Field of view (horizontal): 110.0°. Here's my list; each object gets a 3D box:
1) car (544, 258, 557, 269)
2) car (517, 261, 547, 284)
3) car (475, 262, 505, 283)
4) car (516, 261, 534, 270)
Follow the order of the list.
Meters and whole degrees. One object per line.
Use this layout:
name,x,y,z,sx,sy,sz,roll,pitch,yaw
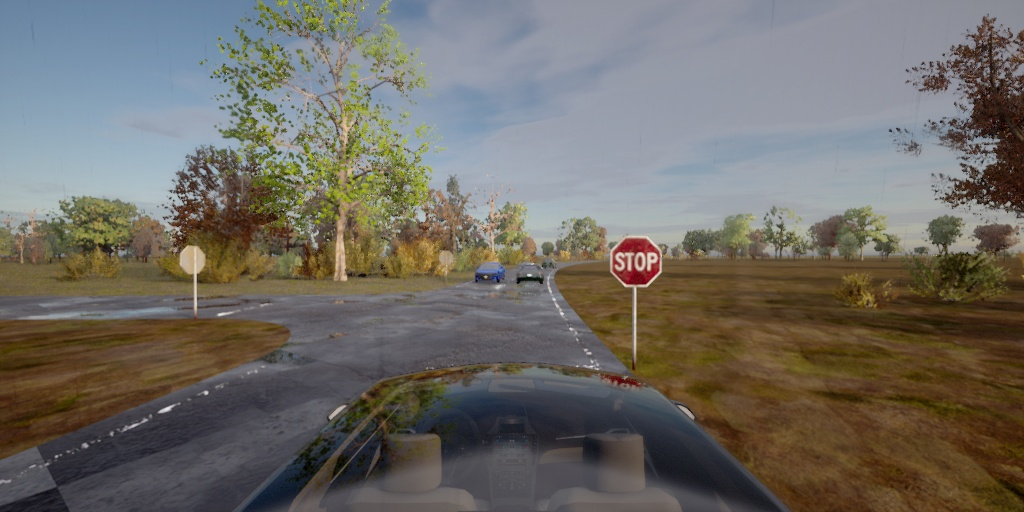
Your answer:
car,6.153,1.154,58.937,2.097,1.767,4.553,0,0,12
car,1.462,1.341,27.680,1.994,1.385,4.181,0,0,5
car,-1.664,1.255,28.529,1.882,1.535,5.008,0,0,6
car,2.032,1.399,54.331,1.895,1.301,4.718,0,0,11
